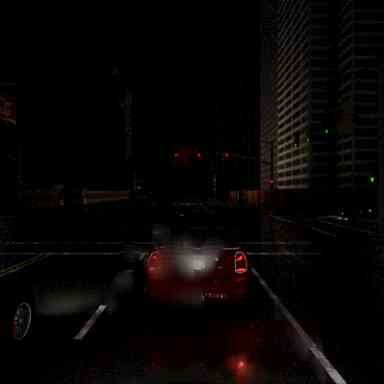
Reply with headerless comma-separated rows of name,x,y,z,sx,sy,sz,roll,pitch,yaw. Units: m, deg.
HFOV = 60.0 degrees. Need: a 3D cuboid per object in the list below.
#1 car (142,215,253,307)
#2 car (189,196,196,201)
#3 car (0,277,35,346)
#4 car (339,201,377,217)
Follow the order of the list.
car,0.108,1.352,8.145,2.097,1.767,4.553,0,0,0
car,0.082,1.595,83.494,1.895,1.301,4.718,0,0,0
car,-3.395,1.526,3.371,1.812,1.442,4.674,0,0,0
car,16.300,1.547,30.192,5.357,1.411,2.033,0,0,0
